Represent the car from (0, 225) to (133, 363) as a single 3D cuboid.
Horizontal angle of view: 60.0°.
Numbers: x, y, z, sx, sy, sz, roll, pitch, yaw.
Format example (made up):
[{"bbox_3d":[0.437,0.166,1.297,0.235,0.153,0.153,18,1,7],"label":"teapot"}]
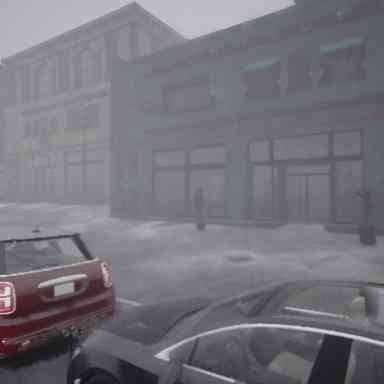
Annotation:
[{"bbox_3d":[-3.491,1.356,5.808,4.553,1.767,2.185,0,-1,35],"label":"car"}]
